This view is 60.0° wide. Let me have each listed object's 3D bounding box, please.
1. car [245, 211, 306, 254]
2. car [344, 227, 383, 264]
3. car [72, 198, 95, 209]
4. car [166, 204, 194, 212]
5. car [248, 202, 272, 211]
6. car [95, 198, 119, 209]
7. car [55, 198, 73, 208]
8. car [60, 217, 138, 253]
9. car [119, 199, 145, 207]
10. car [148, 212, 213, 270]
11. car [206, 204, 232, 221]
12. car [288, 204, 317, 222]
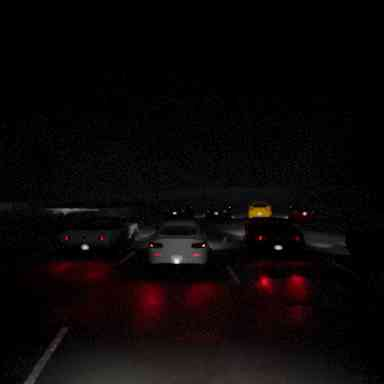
[{"bbox_3d":[3.300,1.720,14.154,1.895,1.301,4.718,0,-1,5],"label":"car"},{"bbox_3d":[6.576,1.686,10.201,1.895,1.301,4.718,0,0,0],"label":"car"},{"bbox_3d":[-15.217,1.722,49.269,1.895,1.301,4.718,0,0,11],"label":"car"},{"bbox_3d":[-1.041,1.733,29.901,1.994,1.385,4.181,0,0,11],"label":"car"},{"bbox_3d":[6.096,1.625,29.899,1.882,1.535,5.008,0,0,11],"label":"car"},{"bbox_3d":[-11.780,1.590,48.607,1.882,1.535,5.008,0,1,11],"label":"car"},{"bbox_3d":[-18.638,1.656,49.992,1.812,1.442,4.674,0,0,11],"label":"car"},{"bbox_3d":[-3.696,1.724,14.280,1.895,1.301,4.718,0,-1,4],"label":"car"},{"bbox_3d":[-8.356,1.704,47.895,1.895,1.301,4.718,0,0,11],"label":"car"},{"bbox_3d":[-0.357,1.619,11.244,1.812,1.442,4.674,0,0,1],"label":"car"},{"bbox_3d":[2.388,1.724,29.201,1.994,1.385,4.181,0,0,11],"label":"car"},{"bbox_3d":[9.366,1.705,28.400,1.994,1.385,4.181,0,0,11],"label":"car"}]
